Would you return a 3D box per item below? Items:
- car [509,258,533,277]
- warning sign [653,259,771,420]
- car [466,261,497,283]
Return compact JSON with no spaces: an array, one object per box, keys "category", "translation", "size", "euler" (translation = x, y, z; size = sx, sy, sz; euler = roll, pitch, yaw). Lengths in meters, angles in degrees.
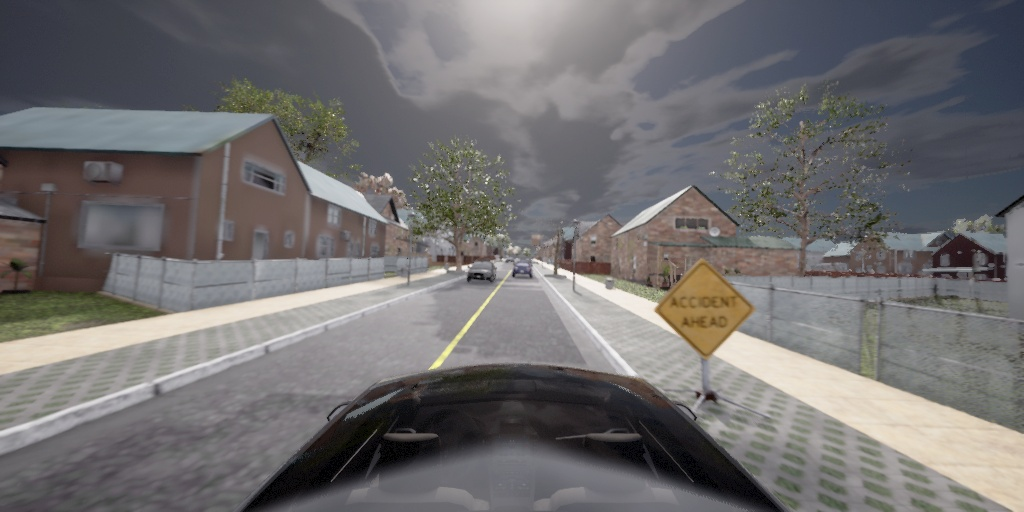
[{"category":"car","translation":[1.004,1.226,34.431],"size":[1.812,1.442,4.674],"euler":[2,0,2]},{"category":"warning sign","translation":[2.502,0.963,4.613],"size":[1.300,1.860,1.060],"euler":[0,0,2]},{"category":"car","translation":[-2.138,1.105,26.335],"size":[1.837,1.490,4.892],"euler":[2,0,2]}]
